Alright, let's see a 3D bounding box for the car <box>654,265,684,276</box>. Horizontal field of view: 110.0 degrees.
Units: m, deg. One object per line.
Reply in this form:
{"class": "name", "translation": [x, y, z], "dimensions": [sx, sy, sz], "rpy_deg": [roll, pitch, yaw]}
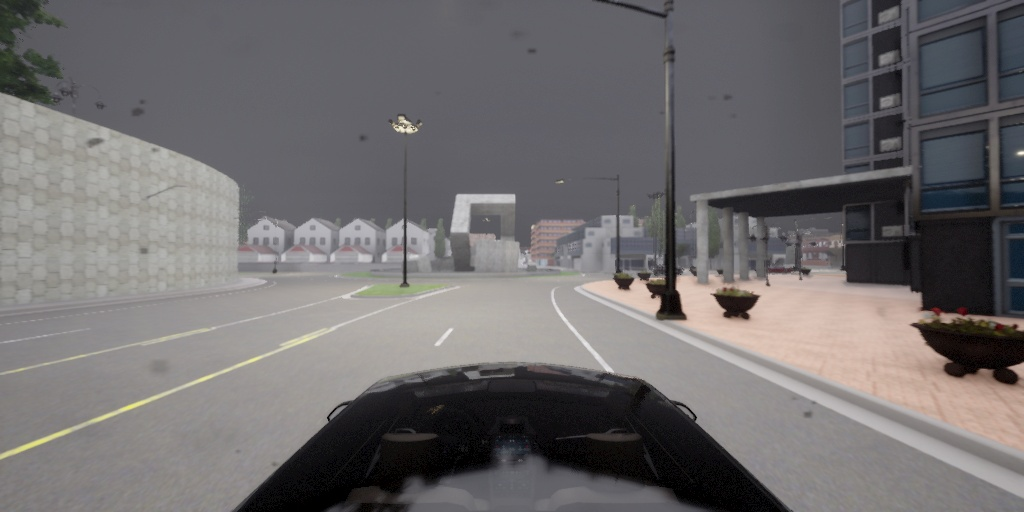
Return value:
{"class": "car", "translation": [20.653, 1.878, 47.167], "dimensions": [4.902, 1.511, 2.128], "rpy_deg": [0, -1, -35]}
